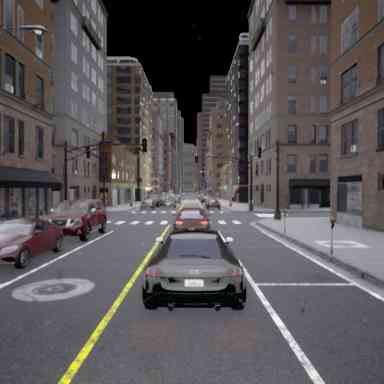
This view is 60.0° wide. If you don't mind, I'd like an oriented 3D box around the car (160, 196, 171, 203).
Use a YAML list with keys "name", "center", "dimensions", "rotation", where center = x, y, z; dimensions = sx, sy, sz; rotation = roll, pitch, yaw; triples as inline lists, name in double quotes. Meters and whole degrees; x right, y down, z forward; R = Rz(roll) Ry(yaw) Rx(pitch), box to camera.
- name: "car"
  center: [-5.749, 1.589, 71.497]
  dimensions: [2.008, 1.369, 4.403]
  rotation: [-1, 0, 0]

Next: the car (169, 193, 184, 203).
- name: "car"
  center: [-3.120, 1.518, 62.943]
  dimensions: [2.128, 1.511, 4.902]
  rotation: [0, 0, 0]

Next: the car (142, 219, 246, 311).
- name: "car"
  center: [0.059, 1.561, 7.821]
  dimensions: [1.994, 1.385, 4.181]
  rotation: [0, 0, 1]

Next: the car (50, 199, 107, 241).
- name: "car"
  center: [-5.696, 1.310, 16.673]
  dimensions: [2.192, 1.841, 5.009]
  rotation: [-1, 0, 0]

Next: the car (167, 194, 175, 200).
- name: "car"
  center: [-5.773, 1.517, 93.759]
  dimensions: [1.967, 1.590, 4.097]
  rotation: [-1, 0, 0]

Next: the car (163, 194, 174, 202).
- name: "car"
  center: [-5.764, 1.373, 82.629]
  dimensions: [2.192, 1.841, 5.009]
  rotation: [-1, 0, 0]

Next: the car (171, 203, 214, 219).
- name: "car"
  center: [0.003, 1.521, 16.957]
  dimensions: [1.812, 1.442, 4.674]
  rotation: [0, 0, 0]

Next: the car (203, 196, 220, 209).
- name: "car"
  center: [2.805, 1.587, 43.710]
  dimensions: [1.802, 1.307, 4.206]
  rotation: [-1, 0, 0]

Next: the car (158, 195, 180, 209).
- name: "car"
  center: [-3.141, 1.498, 46.389]
  dimensions: [2.128, 1.511, 4.902]
  rotation: [0, 0, 0]

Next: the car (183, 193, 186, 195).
- name: "car"
  center: [-3.078, 1.387, 78.084]
  dimensions: [1.812, 1.442, 4.674]
  rotation: [0, 0, 0]

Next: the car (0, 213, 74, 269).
- name: "car"
  center: [-5.687, 1.577, 11.091]
  dimensions: [1.802, 1.307, 4.206]
  rotation: [-1, 0, 0]

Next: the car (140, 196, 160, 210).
- name: "car"
  center: [-5.720, 1.587, 43.674]
  dimensions: [1.802, 1.307, 4.206]
  rotation: [-1, 0, 0]

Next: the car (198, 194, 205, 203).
- name: "car"
  center: [2.782, 1.575, 65.963]
  dimensions: [1.887, 1.381, 4.507]
  rotation: [-1, 0, 0]

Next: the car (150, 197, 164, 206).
- name: "car"
  center: [-5.733, 1.560, 54.803]
  dimensions: [1.887, 1.381, 4.507]
  rotation: [-1, 0, 0]

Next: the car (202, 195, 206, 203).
- name: "car"
  center: [2.798, 1.535, 49.443]
  dimensions: [1.752, 1.417, 4.829]
  rotation: [-1, 0, 0]

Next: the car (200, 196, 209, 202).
- name: "car"
  center: [2.770, 1.593, 77.090]
  dimensions: [1.887, 1.381, 4.507]
  rotation: [-1, 0, 0]
